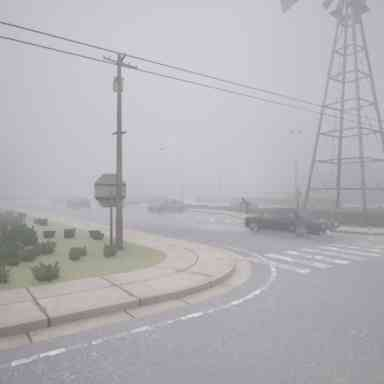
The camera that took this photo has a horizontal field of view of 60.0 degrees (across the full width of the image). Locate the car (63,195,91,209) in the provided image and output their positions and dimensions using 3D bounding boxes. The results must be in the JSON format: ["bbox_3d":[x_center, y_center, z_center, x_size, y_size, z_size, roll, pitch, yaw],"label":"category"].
[{"bbox_3d":[-15.459,1.351,45.239,2.097,1.767,4.553,0,0,-36],"label":"car"}]

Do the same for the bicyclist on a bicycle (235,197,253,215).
[{"bbox_3d":[4.724,1.299,30.107,1.656,1.620,0.582,0,0,-2],"label":"bicyclist on a bicycle"}]

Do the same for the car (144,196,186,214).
[{"bbox_3d":[-2.728,1.504,35.697,4.193,1.474,1.816,0,0,-36],"label":"car"}]

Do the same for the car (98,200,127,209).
[{"bbox_3d":[-11.172,1.312,46.223,3.866,1.878,1.905,0,0,-36],"label":"car"}]

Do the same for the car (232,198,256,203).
[{"bbox_3d":[6.931,1.519,44.278,3.905,1.438,1.784,0,0,-36],"label":"car"}]

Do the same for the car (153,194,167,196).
[{"bbox_3d":[-6.528,1.308,62.284,4.605,1.855,1.932,0,0,-36],"label":"car"}]

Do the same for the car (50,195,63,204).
[{"bbox_3d":[-25.509,1.479,65.726,4.611,1.667,2.242,0,0,-36],"label":"car"}]

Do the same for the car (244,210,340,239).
[{"bbox_3d":[5.046,1.600,17.471,1.895,1.301,4.718,0,0,-41],"label":"car"}]
